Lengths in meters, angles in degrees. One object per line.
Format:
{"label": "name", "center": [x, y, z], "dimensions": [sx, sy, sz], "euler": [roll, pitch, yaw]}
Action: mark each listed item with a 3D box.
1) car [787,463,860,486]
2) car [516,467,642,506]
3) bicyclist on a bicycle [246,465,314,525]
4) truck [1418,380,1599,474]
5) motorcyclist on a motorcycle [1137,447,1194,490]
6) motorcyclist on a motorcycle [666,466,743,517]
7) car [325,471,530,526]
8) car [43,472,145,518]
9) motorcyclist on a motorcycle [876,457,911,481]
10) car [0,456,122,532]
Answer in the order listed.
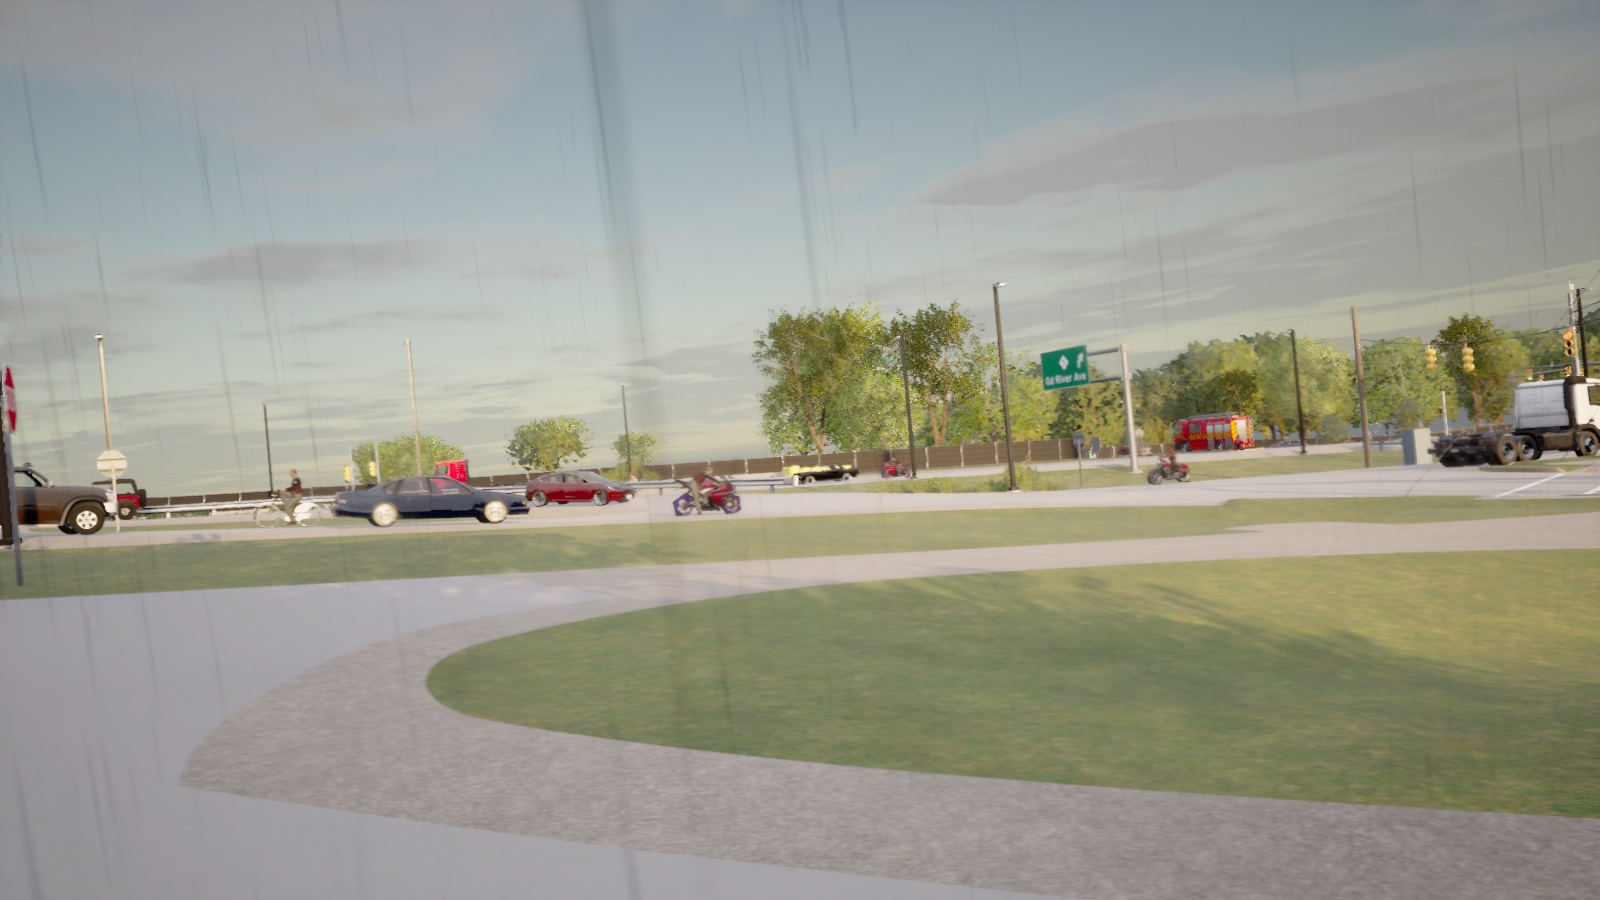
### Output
{"label": "car", "center": [1.652, 1.738, 89.009], "dimensions": [4.718, 1.301, 1.895], "euler": [-3, -1, -24]}
{"label": "car", "center": [-9.326, 1.531, 53.050], "dimensions": [4.792, 1.488, 2.163], "euler": [-2, 1, 23]}
{"label": "bicyclist on a bicycle", "center": [-15.479, 1.334, 37.390], "dimensions": [1.843, 1.776, 0.659], "euler": [0, -2, -23]}
{"label": "truck", "center": [29.672, -0.962, 51.908], "dimensions": [7.936, 3.462, 2.891], "euler": [-3, -1, -25]}
{"label": "motorcyclist on a motorcycle", "center": [15.326, 0.768, 52.688], "dimensions": [2.350, 1.649, 0.766], "euler": [-3, -1, -28]}
{"label": "motorcyclist on a motorcycle", "center": [-2.963, 1.279, 38.942], "dimensions": [2.191, 1.530, 0.866], "euler": [-1, -2, -23]}
{"label": "car", "center": [-10.570, 1.359, 35.672], "dimensions": [5.357, 1.411, 2.033], "euler": [0, -2, -23]}
{"label": "car", "center": [-31.345, 2.015, 55.805], "dimensions": [3.866, 1.878, 1.905], "euler": [-1, -2, -29]}
{"label": "motorcyclist on a motorcycle", "center": [6.499, 1.341, 87.350], "dimensions": [2.191, 1.530, 0.866], "euler": [-3, -1, -24]}
{"label": "car", "center": [-19.791, 1.106, 31.449], "dimensions": [4.605, 1.855, 1.932], "euler": [1, -3, -41]}
